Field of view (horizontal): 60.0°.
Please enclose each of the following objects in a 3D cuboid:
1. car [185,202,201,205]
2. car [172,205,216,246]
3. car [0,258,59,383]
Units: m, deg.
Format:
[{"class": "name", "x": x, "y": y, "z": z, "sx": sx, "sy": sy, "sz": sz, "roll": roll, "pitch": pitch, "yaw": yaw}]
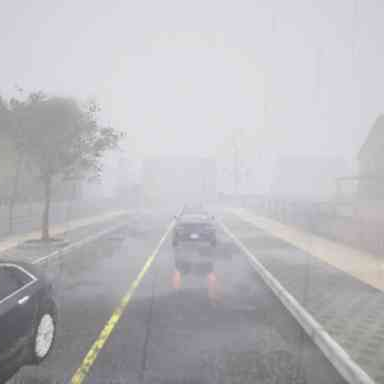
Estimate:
[{"class": "car", "x": 0.092, "y": 1.623, "z": 31.385, "sx": 1.895, "sy": 1.301, "sz": 4.718, "roll": 0, "pitch": 0, "yaw": 0}, {"class": "car", "x": 0.094, "y": 1.525, "z": 15.127, "sx": 1.812, "sy": 1.442, "sz": 4.674, "roll": 0, "pitch": 0, "yaw": 0}, {"class": "car", "x": -2.851, "y": 1.503, "z": 3.017, "sx": 1.837, "sy": 1.490, "sz": 4.892, "roll": 0, "pitch": 0, "yaw": 0}]
